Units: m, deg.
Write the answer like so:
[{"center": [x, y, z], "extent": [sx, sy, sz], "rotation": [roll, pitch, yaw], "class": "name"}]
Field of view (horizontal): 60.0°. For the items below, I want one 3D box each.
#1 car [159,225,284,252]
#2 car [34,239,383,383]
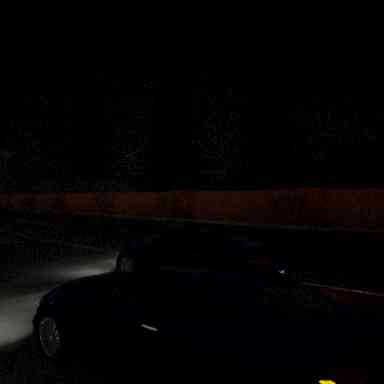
[{"center": [0.096, 1.583, 8.451], "extent": [4.674, 1.442, 1.812], "rotation": [-1, 0, 37], "class": "car"}, {"center": [-0.126, 1.555, 4.226], "extent": [4.674, 1.442, 1.812], "rotation": [-1, 0, 37], "class": "car"}]
